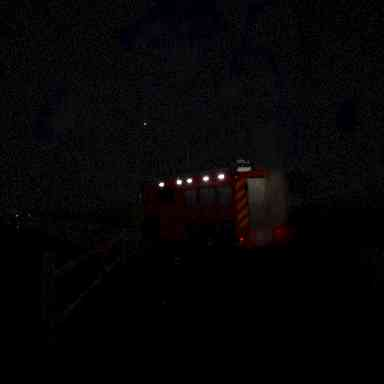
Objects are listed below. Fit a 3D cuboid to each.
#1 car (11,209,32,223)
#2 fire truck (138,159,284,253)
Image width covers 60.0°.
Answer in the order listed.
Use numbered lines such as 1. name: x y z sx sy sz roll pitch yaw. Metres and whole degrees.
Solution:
1. car: -23.813 3.234 46.321 2.097 1.767 4.553 -2 -1 -36
2. fire truck: 0.397 0.726 17.034 2.891 3.827 8.468 -3 -1 -36
